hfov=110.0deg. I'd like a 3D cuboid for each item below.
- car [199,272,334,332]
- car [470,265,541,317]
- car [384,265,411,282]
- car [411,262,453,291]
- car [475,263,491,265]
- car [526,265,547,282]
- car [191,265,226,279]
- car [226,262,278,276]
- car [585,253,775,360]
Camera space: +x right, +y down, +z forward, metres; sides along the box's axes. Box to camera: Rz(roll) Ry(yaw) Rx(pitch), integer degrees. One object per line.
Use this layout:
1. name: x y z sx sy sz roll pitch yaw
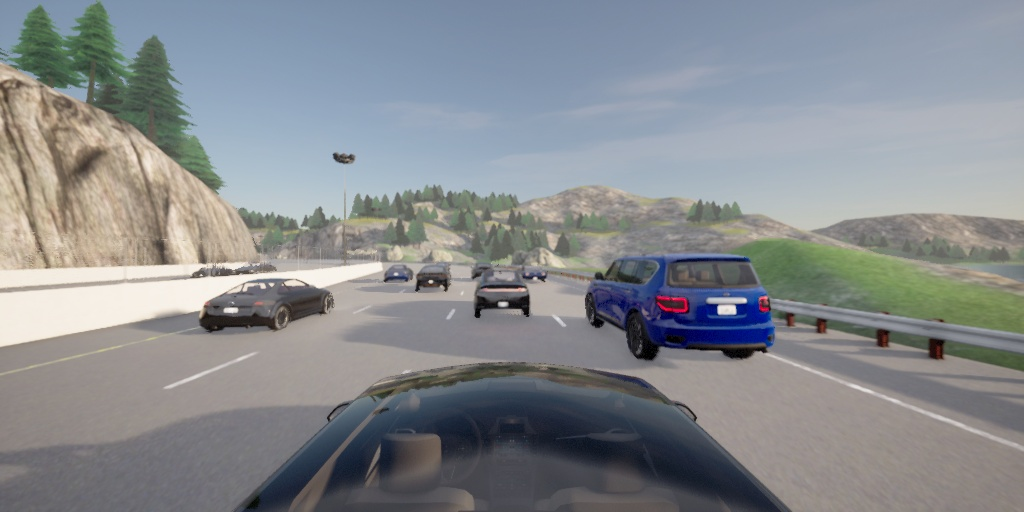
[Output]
1. car: -7.298 1.363 11.171 1.994 1.385 4.181 0 0 -3
2. car: -0.426 1.266 13.322 2.128 1.511 4.902 0 0 -4
3. car: -9.415 1.408 30.113 1.994 1.385 4.181 0 0 -9
4. car: -4.818 1.287 22.521 1.882 1.535 5.008 0 0 -7
5. car: -2.639 1.324 32.074 1.837 1.490 4.892 0 0 -9
6. car: 1.417 1.397 28.941 1.895 1.301 4.718 0 0 -8
7. car: -27.835 1.536 33.589 1.994 1.385 4.181 0 0 -12
8. car: -24.406 1.260 34.287 2.033 1.411 5.357 0 0 -12
9. car: 3.368 0.970 8.488 2.150 2.045 5.566 0 0 -2
